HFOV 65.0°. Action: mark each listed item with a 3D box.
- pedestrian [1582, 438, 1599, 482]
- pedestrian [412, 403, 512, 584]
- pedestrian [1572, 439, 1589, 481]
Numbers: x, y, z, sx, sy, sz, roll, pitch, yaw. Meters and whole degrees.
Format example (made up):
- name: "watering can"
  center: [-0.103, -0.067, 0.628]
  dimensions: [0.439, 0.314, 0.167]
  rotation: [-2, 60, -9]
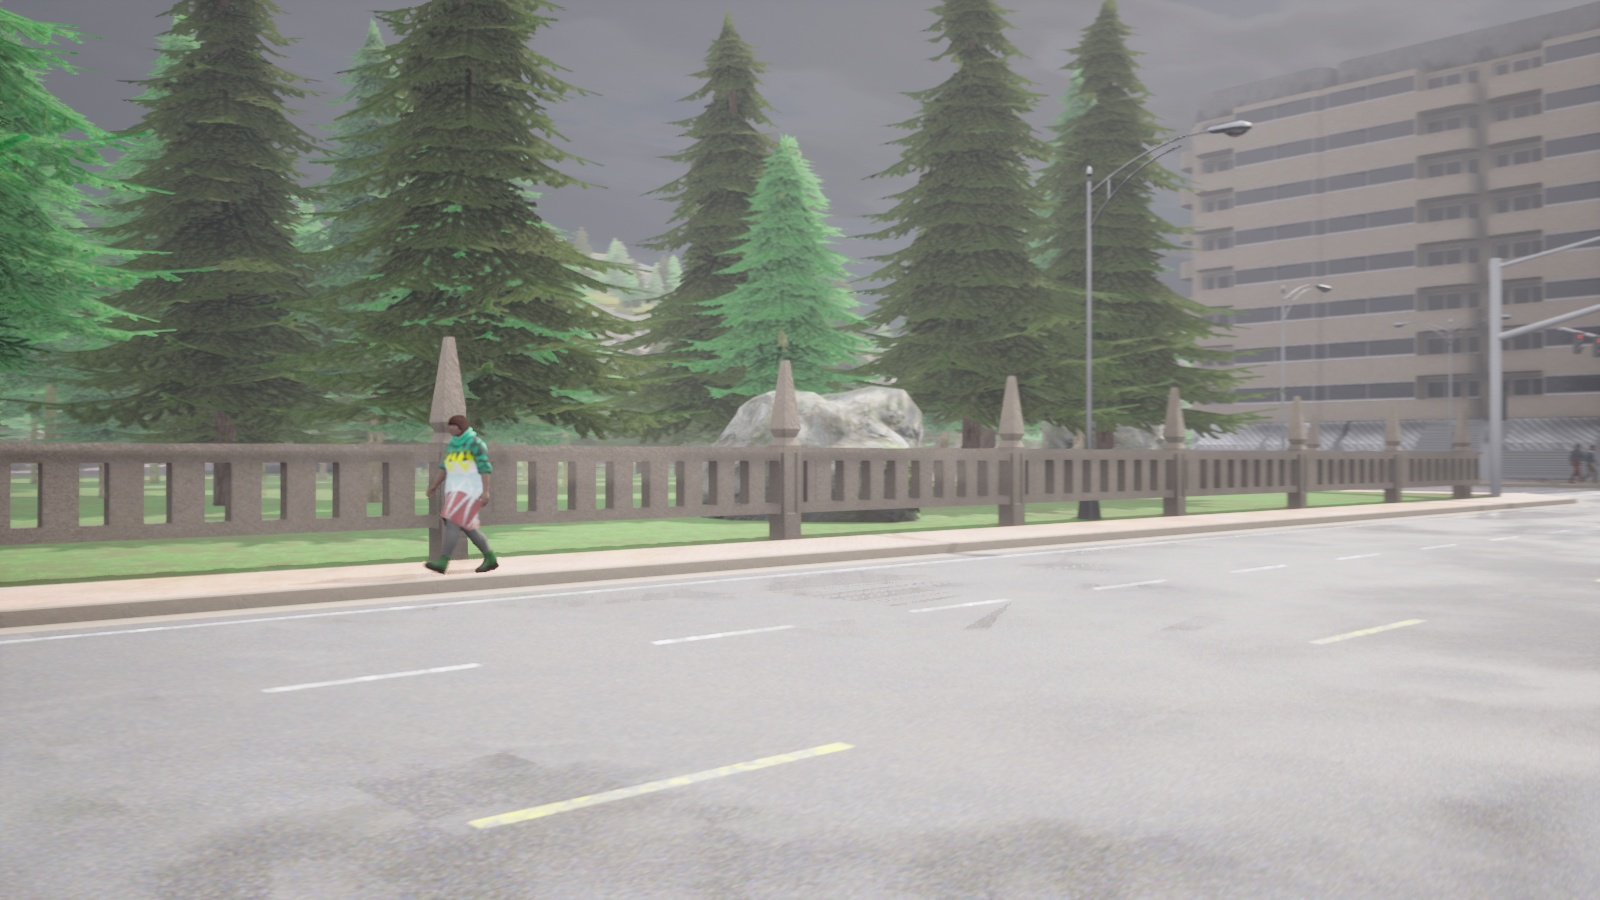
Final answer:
- name: "pedestrian"
  center: [34.989, 0.449, 55.359]
  dimensions: [0.788, 1.949, 0.423]
  rotation: [0, 0, 42]
- name: "pedestrian"
  center: [-3.801, 0.471, 14.134]
  dimensions: [0.873, 1.952, 0.659]
  rotation: [0, 0, -43]
- name: "pedestrian"
  center: [34.934, 0.453, 56.225]
  dimensions: [0.353, 1.847, 0.614]
  rotation: [0, 0, -6]
